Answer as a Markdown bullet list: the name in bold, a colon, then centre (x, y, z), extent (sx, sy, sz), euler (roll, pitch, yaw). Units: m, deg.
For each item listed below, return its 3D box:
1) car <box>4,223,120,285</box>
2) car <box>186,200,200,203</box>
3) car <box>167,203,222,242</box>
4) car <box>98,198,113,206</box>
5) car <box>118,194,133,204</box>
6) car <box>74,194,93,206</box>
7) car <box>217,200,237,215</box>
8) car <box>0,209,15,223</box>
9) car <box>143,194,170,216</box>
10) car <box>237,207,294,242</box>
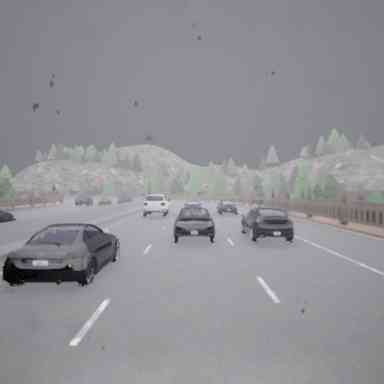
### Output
- **car**: centre (-3.400, 1.564, 9.470), extent (1.994, 1.385, 4.181), euler (0, 0, 0)
- **car**: centre (0.087, 1.560, 34.445), extent (1.812, 1.442, 4.674), euler (0, 0, 0)
- **car**: centre (0.100, 1.497, 16.409), extent (2.128, 1.511, 4.902), euler (0, 0, 0)
- **car**: centre (-14.841, 1.676, 57.167), extent (1.994, 1.385, 4.181), euler (0, 0, -6)
- **car**: centre (-11.212, 1.329, 56.557), extent (2.150, 2.045, 5.566), euler (0, 0, -6)
- **car**: centre (-18.201, 1.332, 56.244), extent (2.150, 2.045, 5.566), euler (0, 0, -6)
- **car**: centre (3.587, 1.561, 34.581), extent (1.812, 1.442, 4.674), euler (0, 0, 0)
- **car**: centre (-10.600, 1.497, 16.219), extent (2.128, 1.511, 4.902), euler (0, 0, 0)
- **car**: centre (-3.400, 1.252, 32.545), extent (2.150, 2.045, 5.566), euler (0, 0, 0)
- **car**: centre (3.600, 1.511, 16.501), extent (1.837, 1.490, 4.892), euler (0, 0, 0)
